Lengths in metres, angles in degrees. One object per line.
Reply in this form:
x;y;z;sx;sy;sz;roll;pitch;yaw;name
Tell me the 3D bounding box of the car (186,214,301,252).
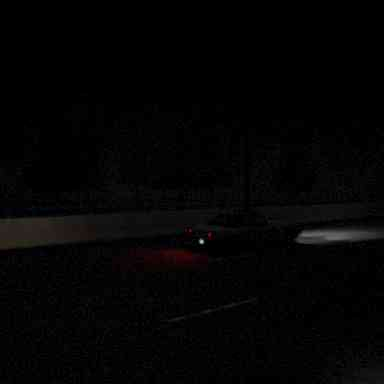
2.223;1.527;13.503;4.718;1.301;1.895;0;0;-32;car
